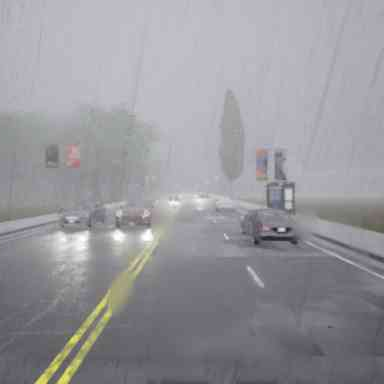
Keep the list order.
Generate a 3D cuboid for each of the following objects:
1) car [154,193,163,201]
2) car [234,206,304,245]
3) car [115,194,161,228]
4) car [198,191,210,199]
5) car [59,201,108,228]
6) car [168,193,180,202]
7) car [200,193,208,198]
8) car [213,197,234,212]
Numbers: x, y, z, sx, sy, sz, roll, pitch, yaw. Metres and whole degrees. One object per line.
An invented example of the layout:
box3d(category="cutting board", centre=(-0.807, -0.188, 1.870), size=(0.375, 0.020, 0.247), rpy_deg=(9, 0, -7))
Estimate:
box3d(category="car", centre=(-6.532, 1.014, 61.513), size=(1.837, 1.490, 4.892), rpy_deg=(0, 0, 1))
box3d(category="car", centre=(3.351, 1.426, 14.923), size=(2.033, 1.411, 5.357), rpy_deg=(0, 0, 0))
box3d(category="car", centre=(-3.345, 1.184, 20.745), size=(2.097, 1.767, 4.553), rpy_deg=(0, 0, 0))
box3d(category="car", centre=(3.242, 0.864, 79.354), size=(2.128, 1.511, 4.902), rpy_deg=(0, 0, 0))
box3d(category="car", centre=(-6.596, 1.323, 20.652), size=(2.128, 1.511, 4.902), rpy_deg=(0, 0, 0))
box3d(category="car", centre=(-3.283, 1.005, 61.515), size=(2.128, 1.511, 4.902), rpy_deg=(0, 0, 1))
box3d(category="car", centre=(3.240, 0.850, 90.354), size=(1.994, 1.385, 4.181), rpy_deg=(0, 0, 0))
box3d(category="car", centre=(3.349, 1.246, 34.788), size=(1.812, 1.442, 4.674), rpy_deg=(0, 1, 0))
